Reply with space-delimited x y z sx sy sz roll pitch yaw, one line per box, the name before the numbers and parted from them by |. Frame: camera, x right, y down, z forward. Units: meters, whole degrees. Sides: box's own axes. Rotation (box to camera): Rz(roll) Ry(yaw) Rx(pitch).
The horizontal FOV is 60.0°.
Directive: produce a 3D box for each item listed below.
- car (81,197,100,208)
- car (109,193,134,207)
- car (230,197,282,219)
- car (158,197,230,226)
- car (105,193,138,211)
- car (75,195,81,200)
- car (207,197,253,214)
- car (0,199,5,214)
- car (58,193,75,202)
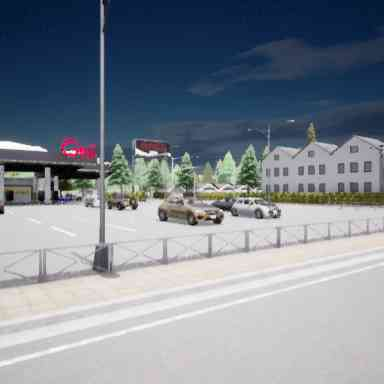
car | -12.735 1.338 43.953 1.970 1.475 3.806 0 0 -36
car | -9.674 1.055 45.386 1.905 1.878 3.866 0 0 -36
car | 4.798 1.212 25.089 1.970 1.475 3.806 0 0 -36
car | -0.238 1.133 21.098 2.152 1.636 5.027 0 0 -36
car | -7.780 1.075 37.072 1.932 1.855 4.605 0 0 -36
car | -28.733 1.288 80.510 3.866 1.878 1.905 0 0 -36
car | 3.685 1.278 32.954 2.007 1.523 4.514 0 0 -36
car | -18.333 1.274 30.417 2.007 1.523 4.514 0 0 -36
car | -28.976 1.455 73.382 4.611 1.667 2.242 0 0 -36
